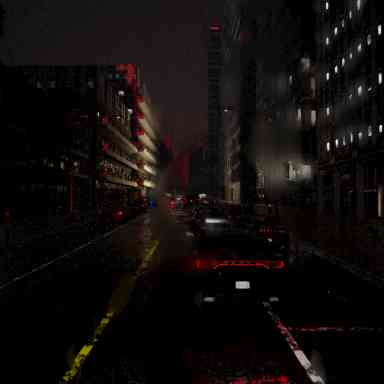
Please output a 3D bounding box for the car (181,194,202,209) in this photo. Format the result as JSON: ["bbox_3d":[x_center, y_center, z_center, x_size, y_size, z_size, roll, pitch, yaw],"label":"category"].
[{"bbox_3d":[-0.064,1.233,45.515,2.150,2.045,5.566,0,0,0],"label":"car"}]

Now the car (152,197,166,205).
[{"bbox_3d":[-5.773,1.564,58.129,2.008,1.369,4.403,1,0,0],"label":"car"}]

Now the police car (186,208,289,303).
[{"bbox_3d":[0.885,1.428,8.425,1.930,1.638,5.238,0,0,0],"label":"police car"}]

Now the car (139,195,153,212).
[{"bbox_3d":[-5.734,1.450,35.943,1.967,1.590,4.097,1,0,0],"label":"car"}]

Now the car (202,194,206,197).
[{"bbox_3d":[2.616,1.537,52.847,1.752,1.417,4.829,1,0,0],"label":"car"}]

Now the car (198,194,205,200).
[{"bbox_3d":[2.553,1.452,91.513,1.967,1.590,4.097,1,0,0],"label":"car"}]

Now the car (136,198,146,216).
[{"bbox_3d":[-5.727,1.554,30.396,1.887,1.381,4.507,1,0,0],"label":"car"}]

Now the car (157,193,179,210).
[{"bbox_3d":[-3.172,1.363,43.648,2.097,1.767,4.553,0,0,0],"label":"car"}]

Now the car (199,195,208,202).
[{"bbox_3d":[2.580,1.454,74.869,1.967,1.590,4.097,1,0,0],"label":"car"}]

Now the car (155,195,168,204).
[{"bbox_3d":[-5.781,1.454,63.676,1.967,1.590,4.097,1,0,0],"label":"car"}]

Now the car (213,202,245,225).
[{"bbox_3d":[2.662,1.553,24.937,1.887,1.381,4.507,1,0,0],"label":"car"}]

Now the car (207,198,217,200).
[{"bbox_3d":[2.653,1.554,30.486,1.887,1.381,4.507,1,0,0],"label":"car"}]

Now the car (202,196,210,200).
[{"bbox_3d":[2.634,1.562,41.581,2.008,1.369,4.403,1,0,0],"label":"car"}]

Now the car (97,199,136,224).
[{"bbox_3d":[-5.716,1.449,24.848,1.967,1.590,4.097,1,0,0],"label":"car"}]

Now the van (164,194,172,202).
[{"bbox_3d":[-5.781,1.355,80.316,1.690,1.788,3.998,1,0,0],"label":"van"}]

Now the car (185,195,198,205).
[{"bbox_3d":[-0.099,1.365,58.893,2.097,1.767,4.553,0,0,0],"label":"car"}]

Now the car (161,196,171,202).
[{"bbox_3d":[-5.811,1.539,74.599,1.752,1.417,4.829,1,0,0],"label":"car"}]

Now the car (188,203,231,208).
[{"bbox_3d":[0.849,1.533,18.317,1.812,1.442,4.674,0,0,0],"label":"car"}]

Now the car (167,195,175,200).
[{"bbox_3d":[-5.797,1.594,91.409,1.802,1.307,4.206,1,0,0],"label":"car"}]

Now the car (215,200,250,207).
[{"bbox_3d":[2.673,1.447,19.389,1.967,1.590,4.097,1,0,0],"label":"car"}]

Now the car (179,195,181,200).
[{"bbox_3d":[-3.138,1.504,81.929,2.128,1.511,4.902,0,0,0],"label":"car"}]

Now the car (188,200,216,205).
[{"bbox_3d":[0.807,1.535,24.315,1.812,1.442,4.674,0,0,0],"label":"car"}]

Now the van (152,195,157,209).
[{"bbox_3d":[-5.741,1.352,41.490,1.690,1.788,3.998,1,0,0],"label":"van"}]

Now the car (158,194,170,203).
[{"bbox_3d":[-5.791,1.329,69.223,2.192,1.841,5.009,1,0,0],"label":"car"}]

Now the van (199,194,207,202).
[{"bbox_3d":[2.573,1.355,80.417,1.690,1.788,3.998,1,0,0],"label":"van"}]

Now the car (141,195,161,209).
[{"bbox_3d":[-5.751,1.327,47.036,2.192,1.841,5.009,1,0,0],"label":"car"}]

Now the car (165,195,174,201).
[{"bbox_3d":[-5.787,1.538,85.693,1.752,1.417,4.829,1,0,0],"label":"car"}]
